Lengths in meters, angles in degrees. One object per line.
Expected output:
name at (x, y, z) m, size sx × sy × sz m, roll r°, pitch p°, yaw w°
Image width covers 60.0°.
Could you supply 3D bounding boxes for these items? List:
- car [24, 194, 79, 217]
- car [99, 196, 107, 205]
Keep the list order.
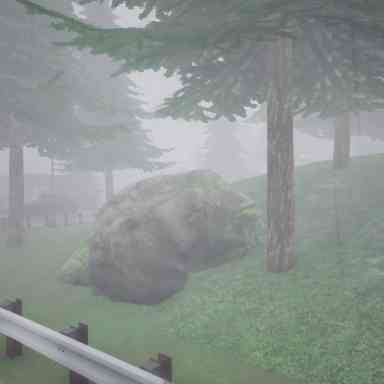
car at (-12.271, 1.206, 28.083) m, size 2.150 × 2.045 × 5.566 m, roll 0°, pitch 0°, yaw 36°
car at (-15.692, 1.478, 56.880) m, size 5.008 × 1.535 × 1.882 m, roll 0°, pitch 0°, yaw 36°
